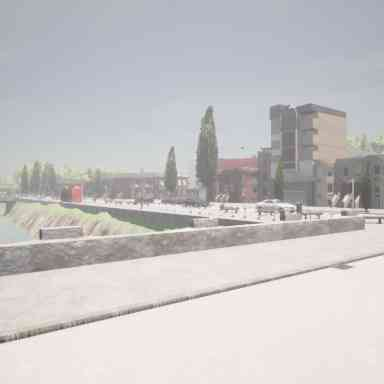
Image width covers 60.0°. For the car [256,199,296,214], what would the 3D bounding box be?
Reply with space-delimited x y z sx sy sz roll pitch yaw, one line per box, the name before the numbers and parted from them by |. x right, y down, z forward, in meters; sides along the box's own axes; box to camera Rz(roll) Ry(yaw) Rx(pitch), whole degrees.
car | 8.906 1.526 35.617 1.812 1.442 4.674 0 0 -36

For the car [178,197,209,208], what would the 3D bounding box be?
car | 0.435 1.501 47.420 1.837 1.490 4.892 0 1 -36

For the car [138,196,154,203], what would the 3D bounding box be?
car | -9.838 1.546 68.948 2.033 1.411 5.357 0 0 -36

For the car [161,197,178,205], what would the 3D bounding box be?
car | -3.626 1.547 60.287 2.033 1.411 5.357 0 0 -36
